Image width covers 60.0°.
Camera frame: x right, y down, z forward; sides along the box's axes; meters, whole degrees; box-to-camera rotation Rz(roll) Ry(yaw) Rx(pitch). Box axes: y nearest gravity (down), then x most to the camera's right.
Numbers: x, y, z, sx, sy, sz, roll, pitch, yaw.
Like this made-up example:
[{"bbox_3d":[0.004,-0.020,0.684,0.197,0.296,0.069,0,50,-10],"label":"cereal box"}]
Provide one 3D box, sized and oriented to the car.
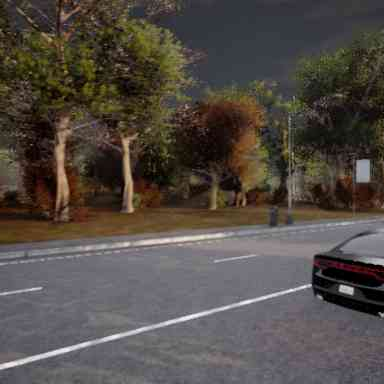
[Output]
[{"bbox_3d":[4.631,1.501,7.062,5.008,1.535,1.882,0,0,-35],"label":"car"}]
